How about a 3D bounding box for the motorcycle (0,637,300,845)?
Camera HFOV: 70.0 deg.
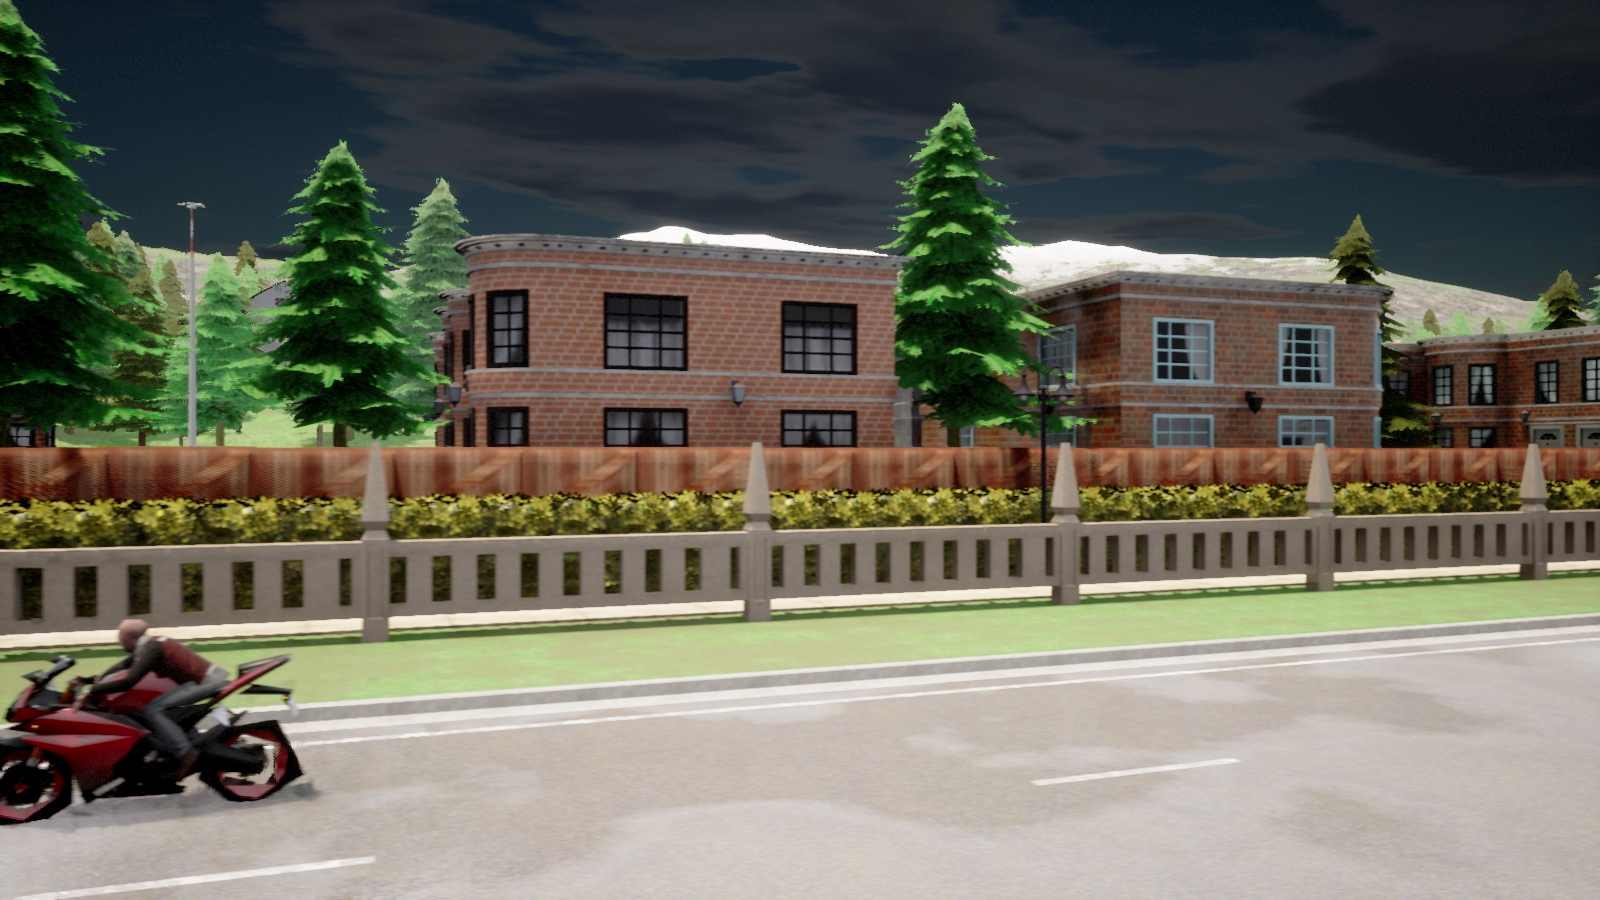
[{"bbox_3d":[-5.119,2.205,8.885,2.209,1.251,0.867,0,0,-20],"label":"motorcycle"}]
